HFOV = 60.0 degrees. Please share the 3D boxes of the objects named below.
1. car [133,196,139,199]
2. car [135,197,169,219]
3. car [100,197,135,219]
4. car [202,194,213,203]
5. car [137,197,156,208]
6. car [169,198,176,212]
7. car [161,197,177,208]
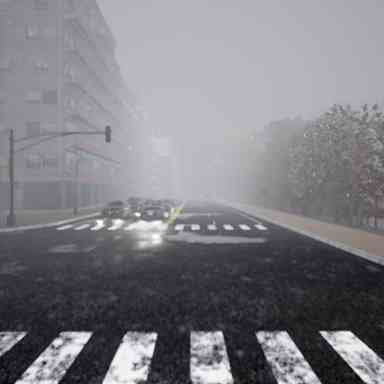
[{"bbox_3d":[-6.592,1.312,38.341,2.097,1.767,4.553,0,0,0],"label":"car"},{"bbox_3d":[-3.358,1.459,28.810,2.128,1.511,4.902,0,0,-2],"label":"car"},{"bbox_3d":[-6.595,1.472,29.133,1.837,1.490,4.892,0,0,0],"label":"car"},{"bbox_3d":[3.259,1.297,68.898,2.097,1.767,4.553,0,0,0],"label":"car"},{"bbox_3d":[-6.577,1.500,48.945,2.033,1.411,5.357,0,0,0],"label":"car"},{"bbox_3d":[-3.347,1.507,38.558,2.033,1.411,5.357,0,0,0],"label":"car"},{"bbox_3d":[-3.325,1.517,48.476,1.994,1.385,4.181,0,0,0],"label":"car"}]
